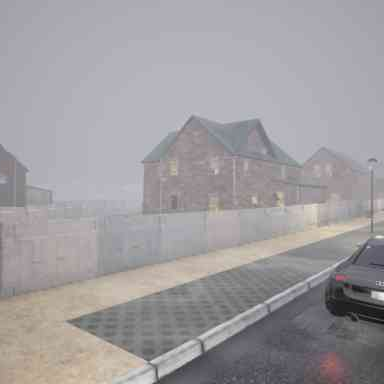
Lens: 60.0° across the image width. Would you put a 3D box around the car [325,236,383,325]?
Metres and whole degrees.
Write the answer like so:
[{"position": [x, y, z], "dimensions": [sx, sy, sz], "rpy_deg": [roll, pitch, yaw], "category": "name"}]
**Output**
[{"position": [4.225, 1.576, 6.638], "dimensions": [1.994, 1.385, 4.181], "rpy_deg": [0, 0, 40], "category": "car"}]
